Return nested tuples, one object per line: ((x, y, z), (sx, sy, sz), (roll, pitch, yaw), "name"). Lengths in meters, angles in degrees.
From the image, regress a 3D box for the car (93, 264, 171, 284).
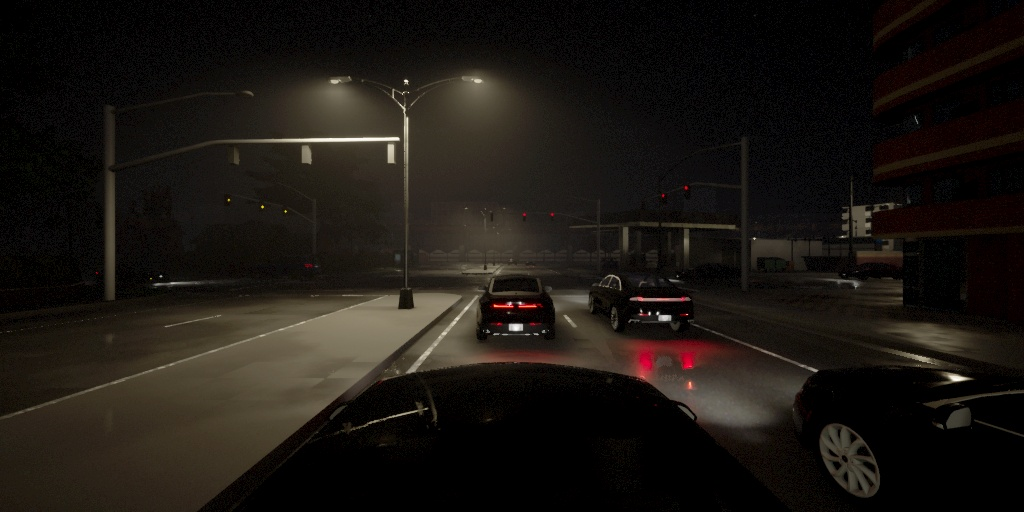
((-27.753, 1.314, 26.298), (4.181, 1.385, 1.994), (0, 0, 0), "car")

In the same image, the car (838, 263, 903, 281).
((30.102, 1.276, 30.012), (4.674, 1.442, 1.812), (0, 0, -1), "car")

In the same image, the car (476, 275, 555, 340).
((0.098, 1.255, 9.979), (1.837, 1.490, 4.892), (0, 0, 0), "car")

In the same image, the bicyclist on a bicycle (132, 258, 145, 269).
((-38.217, 1.053, 36.720), (0.582, 1.620, 1.656), (0, 0, 0), "bicyclist on a bicycle")

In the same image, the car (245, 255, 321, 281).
((-19.048, 0.971, 30.032), (5.566, 2.045, 2.150), (0, 0, 0), "car")

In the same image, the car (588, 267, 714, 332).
((3.605, 1.242, 10.833), (2.128, 1.511, 4.902), (0, 0, 0), "car")

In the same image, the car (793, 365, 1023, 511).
((3.600, 1.255, 1.425), (1.837, 1.490, 4.892), (0, 0, 0), "car")

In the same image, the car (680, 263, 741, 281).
((16.413, 1.297, 29.820), (5.357, 1.411, 2.033), (0, 0, -1), "car")
